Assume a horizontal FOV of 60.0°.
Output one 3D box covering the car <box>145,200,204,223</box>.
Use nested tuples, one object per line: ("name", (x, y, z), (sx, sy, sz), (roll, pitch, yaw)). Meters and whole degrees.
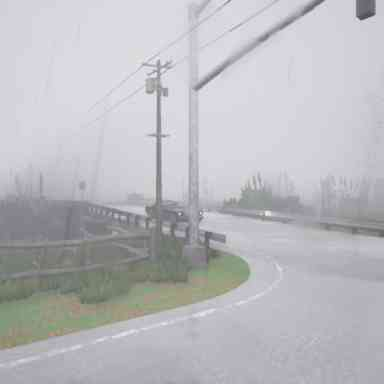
("car", (-1.215, 1.242, 21.161), (1.895, 1.301, 4.718), (0, 3, -32))
